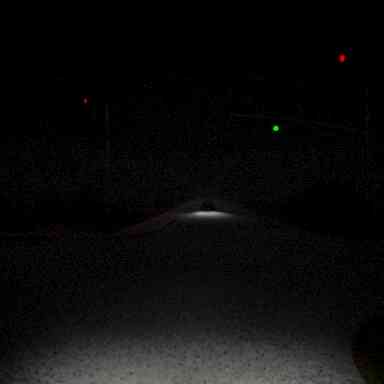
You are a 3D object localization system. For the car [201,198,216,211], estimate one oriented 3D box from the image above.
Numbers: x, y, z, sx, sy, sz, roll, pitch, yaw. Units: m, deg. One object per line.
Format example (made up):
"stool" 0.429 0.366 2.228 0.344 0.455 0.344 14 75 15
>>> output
"car" 2.135 1.854 43.729 1.895 1.301 4.718 0 0 3
